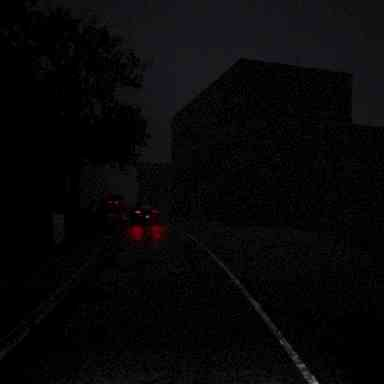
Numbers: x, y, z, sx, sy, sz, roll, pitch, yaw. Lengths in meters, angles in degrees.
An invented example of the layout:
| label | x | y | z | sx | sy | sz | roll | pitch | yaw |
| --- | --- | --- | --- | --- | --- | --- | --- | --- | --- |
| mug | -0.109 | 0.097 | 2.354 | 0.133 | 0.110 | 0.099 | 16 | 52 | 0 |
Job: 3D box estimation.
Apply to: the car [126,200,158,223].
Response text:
| label | x | y | z | sx | sy | sz | roll | pitch | yaw |
| --- | --- | --- | --- | --- | --- | --- | --- | --- | --- |
| car | -3.839 | 1.591 | 26.041 | 1.812 | 1.442 | 4.674 | 0 | 0 | -16 |

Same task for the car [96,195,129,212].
| label | x | y | z | sx | sy | sz | roll | pitch | yaw |
| --- | --- | --- | --- | --- | --- | --- | --- | --- | --- |
| car | -10.104 | 1.356 | 41.873 | 2.150 | 2.045 | 5.566 | 0 | 0 | -26 |
